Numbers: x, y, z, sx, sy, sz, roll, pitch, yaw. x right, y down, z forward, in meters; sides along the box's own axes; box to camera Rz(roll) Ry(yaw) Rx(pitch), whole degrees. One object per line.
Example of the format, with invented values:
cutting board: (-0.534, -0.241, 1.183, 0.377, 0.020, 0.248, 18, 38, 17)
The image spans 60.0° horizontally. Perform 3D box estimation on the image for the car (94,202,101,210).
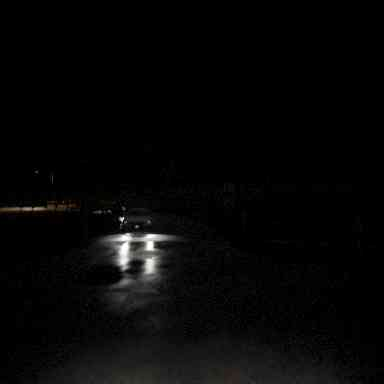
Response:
car: (-15.512, 2.130, 51.277, 2.128, 1.511, 4.902, -1, -1, -40)

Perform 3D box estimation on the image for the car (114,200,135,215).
car: (-7.158, 1.720, 36.873, 2.097, 1.767, 4.553, 0, -1, -23)

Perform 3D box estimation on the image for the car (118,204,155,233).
car: (-3.373, 1.723, 21.312, 1.812, 1.442, 4.674, 0, 0, -6)

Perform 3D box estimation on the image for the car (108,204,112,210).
car: (-11.184, 2.143, 50.230, 1.895, 1.301, 4.718, -1, 0, -37)
